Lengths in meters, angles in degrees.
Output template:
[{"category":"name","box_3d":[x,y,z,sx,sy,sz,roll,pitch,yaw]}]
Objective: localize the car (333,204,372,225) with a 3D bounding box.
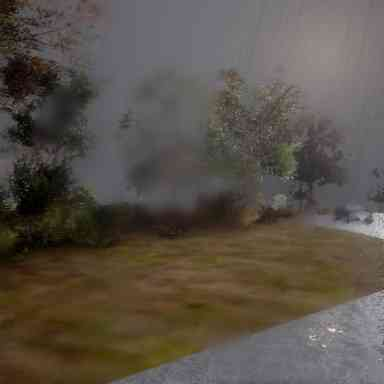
[{"category":"car","box_3d":[13.016,1.764,27.200,2.128,1.511,4.902,0,0,8]}]
